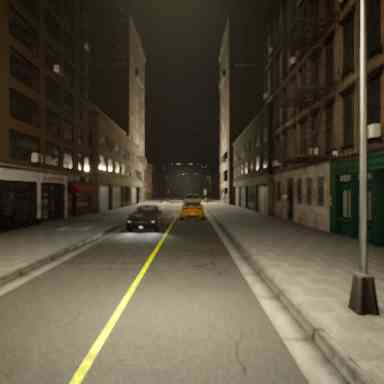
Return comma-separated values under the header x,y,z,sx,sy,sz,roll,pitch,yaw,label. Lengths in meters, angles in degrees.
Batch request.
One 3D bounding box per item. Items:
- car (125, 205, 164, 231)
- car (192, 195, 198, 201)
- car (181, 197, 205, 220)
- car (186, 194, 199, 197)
x,y,z,sx,sy,sz,roll,pitch,yaw,label
-2.772,1.541,20.810,2.033,1.411,5.357,0,0,0,car
0.864,1.661,94.680,1.752,1.417,4.829,0,0,0,car
0.053,1.473,28.104,1.882,1.535,5.008,0,0,0,car
0.046,1.233,44.335,2.150,2.045,5.566,0,0,0,car
